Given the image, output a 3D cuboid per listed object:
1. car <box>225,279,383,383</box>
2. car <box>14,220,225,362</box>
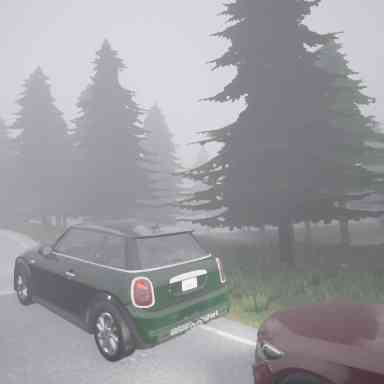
[{"bbox_3d":[2.768,1.532,2.584,4.674,1.442,1.812,1,0,36],"label":"car"},{"bbox_3d":[-1.567,1.309,6.198,4.553,1.767,2.097,1,1,44],"label":"car"}]
